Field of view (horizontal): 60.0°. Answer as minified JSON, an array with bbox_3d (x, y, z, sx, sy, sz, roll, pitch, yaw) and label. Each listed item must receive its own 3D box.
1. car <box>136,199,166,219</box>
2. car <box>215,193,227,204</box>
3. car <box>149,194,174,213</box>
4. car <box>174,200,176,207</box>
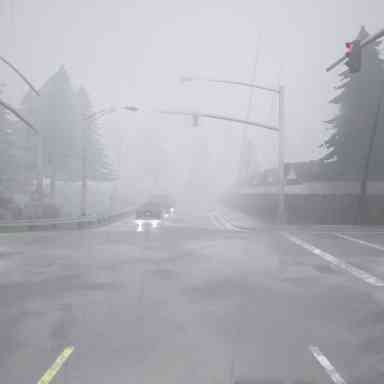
[{"bbox_3d":[-3.605,1.564,28.833,1.994,1.385,4.181,0,0,0],"label":"car"},{"bbox_3d":[6.901,1.206,60.911,5.566,2.045,2.150,0,0,-22],"label":"car"},{"bbox_3d":[-3.607,1.222,38.160,2.150,2.045,5.566,0,0,0],"label":"car"},{"bbox_3d":[-3.431,1.504,48.060,1.837,1.490,4.892,0,0,3],"label":"car"}]
